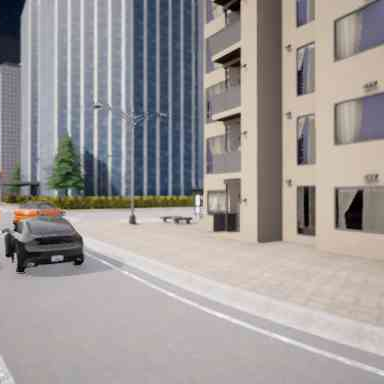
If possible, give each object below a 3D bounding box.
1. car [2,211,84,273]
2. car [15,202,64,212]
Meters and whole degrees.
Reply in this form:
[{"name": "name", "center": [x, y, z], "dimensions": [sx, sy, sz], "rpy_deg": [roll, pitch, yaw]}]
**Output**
[{"name": "car", "center": [-5.049, 1.593, 11.147], "dimensions": [1.837, 1.490, 4.892], "rpy_deg": [0, -1, -34]}, {"name": "car", "center": [-11.653, 1.557, 25.746], "dimensions": [2.097, 1.767, 4.553], "rpy_deg": [0, -1, 3]}]
